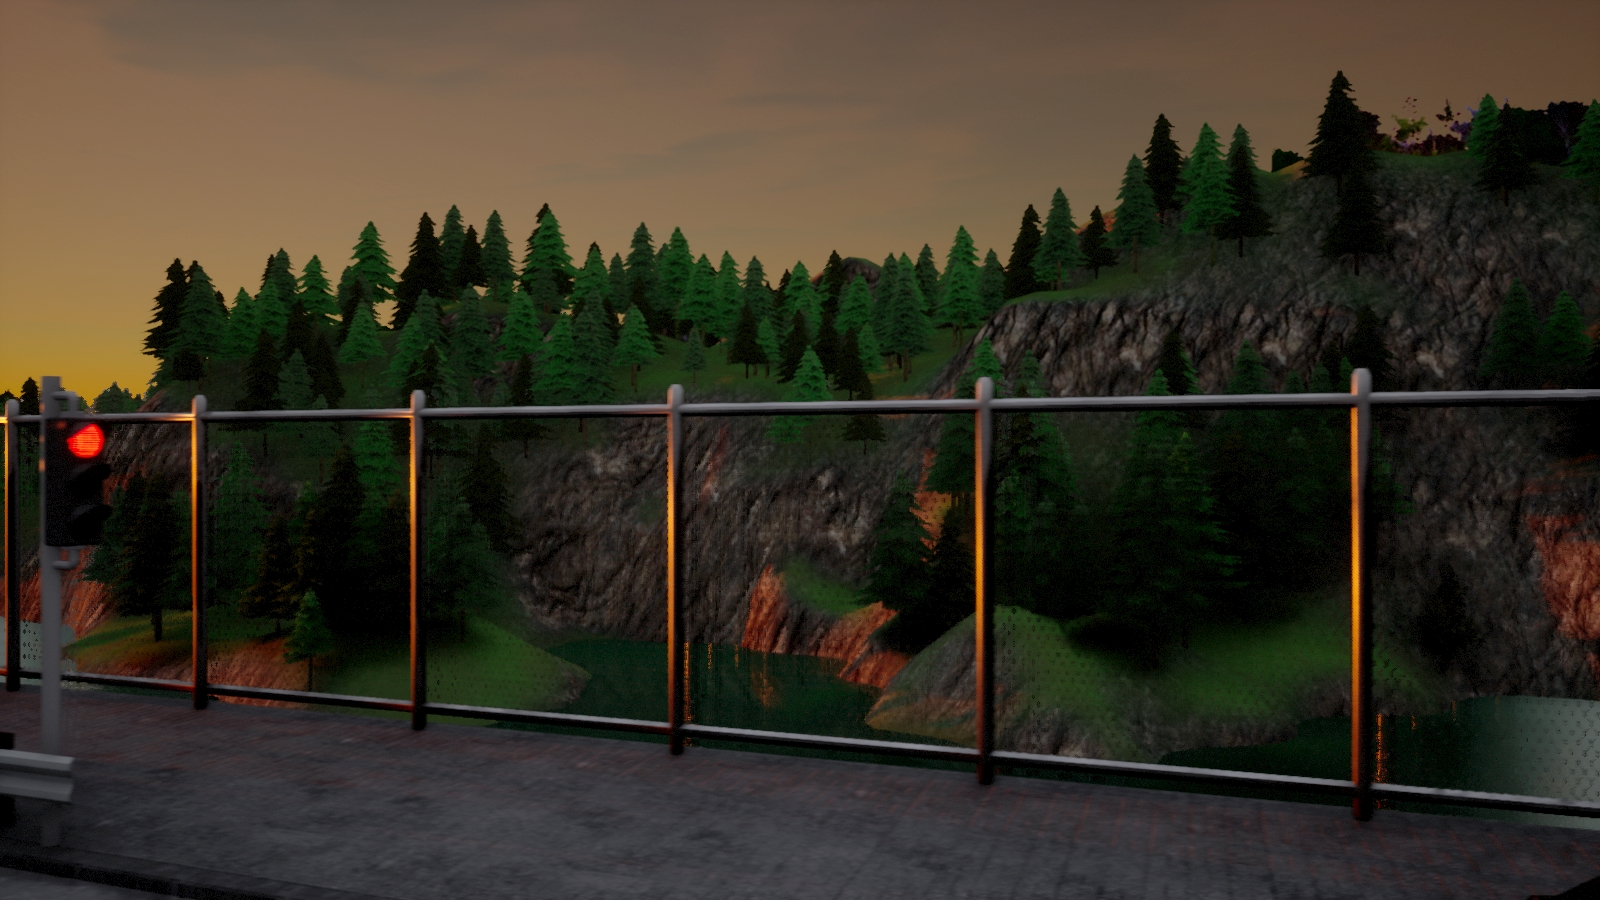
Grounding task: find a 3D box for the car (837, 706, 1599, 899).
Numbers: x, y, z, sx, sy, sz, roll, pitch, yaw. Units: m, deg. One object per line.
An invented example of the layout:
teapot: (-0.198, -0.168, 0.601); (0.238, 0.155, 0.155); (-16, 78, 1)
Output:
car: (2.578, 1.905, 2.835); (4.553, 1.767, 2.097); (0, 0, 19)
